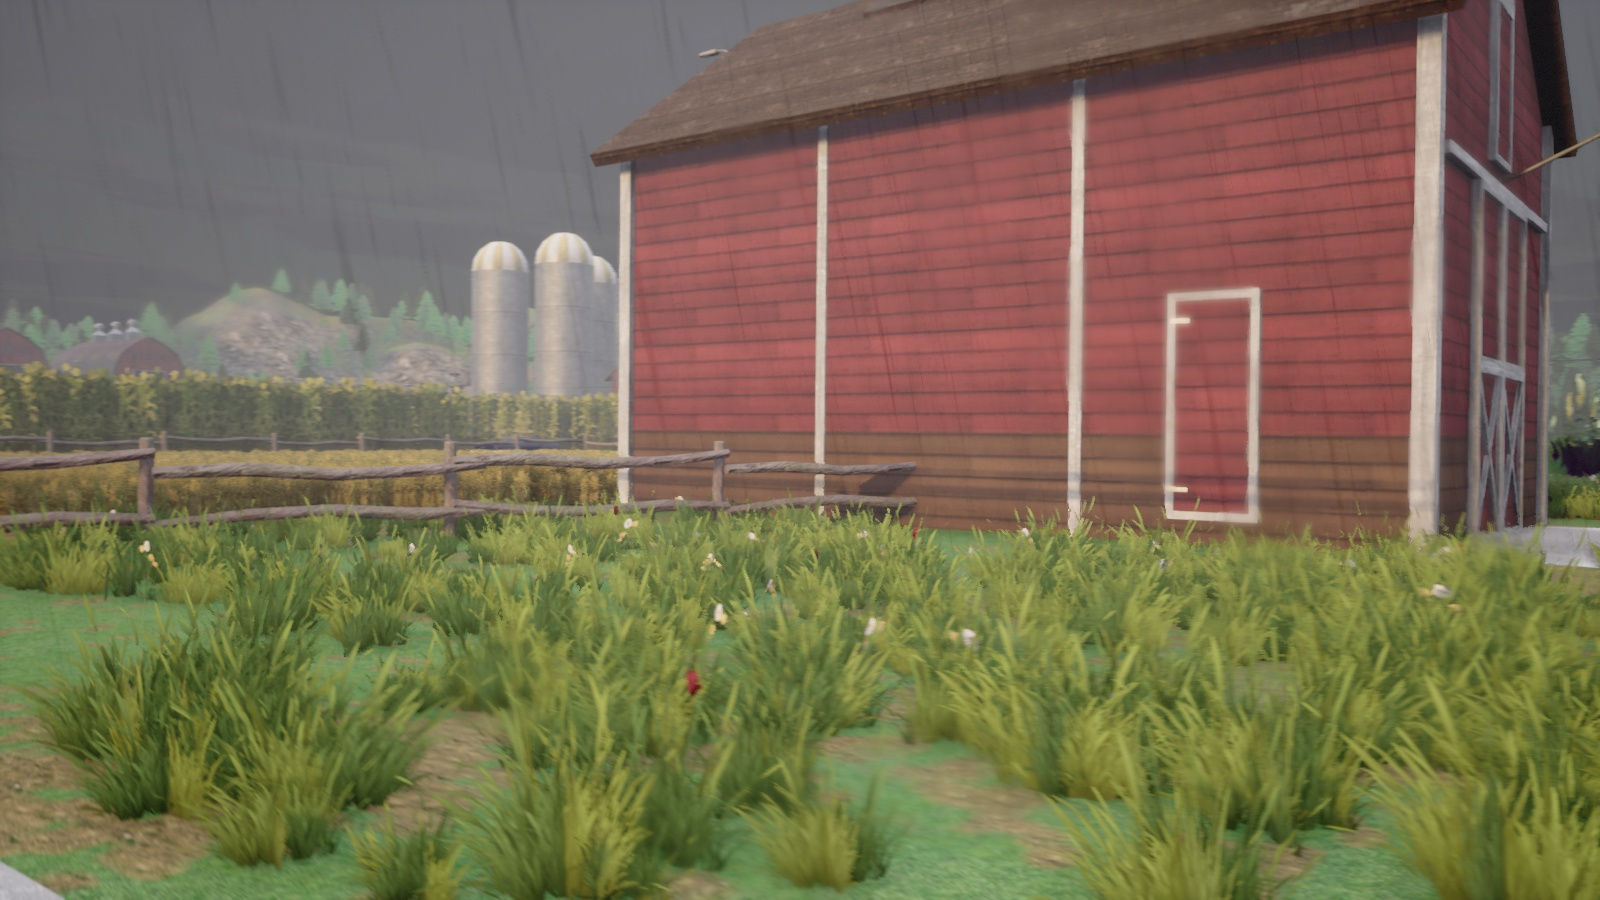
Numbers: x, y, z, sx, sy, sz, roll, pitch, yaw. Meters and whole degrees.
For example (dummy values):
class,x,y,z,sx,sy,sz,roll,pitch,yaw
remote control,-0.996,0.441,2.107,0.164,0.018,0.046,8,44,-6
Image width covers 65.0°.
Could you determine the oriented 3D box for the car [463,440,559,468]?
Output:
class,x,y,z,sx,sy,sz,roll,pitch,yaw
car,-14.169,0.167,61.885,1.895,1.301,4.718,0,1,30
